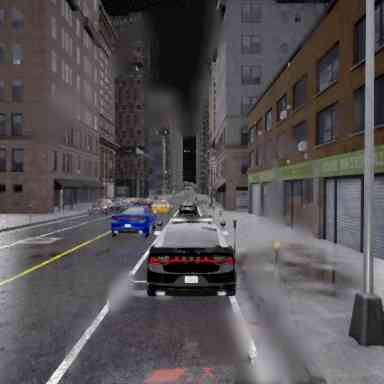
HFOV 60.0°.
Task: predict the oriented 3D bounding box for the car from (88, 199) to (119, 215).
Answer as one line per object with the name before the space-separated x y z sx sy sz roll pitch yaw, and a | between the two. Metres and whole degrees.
car | -8.920 1.439 33.084 1.967 1.590 4.097 -1 0 0

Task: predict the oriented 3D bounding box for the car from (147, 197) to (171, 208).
car | -3.144 1.456 34.262 1.801 1.575 5.366 0 0 0

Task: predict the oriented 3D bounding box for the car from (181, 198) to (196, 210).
car | -0.393 1.548 44.094 1.887 1.381 4.507 -1 0 0

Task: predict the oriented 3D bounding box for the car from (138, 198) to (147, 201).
car | -6.145 1.517 47.224 1.882 1.535 5.008 0 0 0

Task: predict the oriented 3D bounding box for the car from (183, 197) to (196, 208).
car | -0.393 1.550 49.600 1.887 1.381 4.507 -1 0 0

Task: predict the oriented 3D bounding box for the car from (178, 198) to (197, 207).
car | -0.393 1.565 33.084 1.947 1.339 4.313 -1 0 0

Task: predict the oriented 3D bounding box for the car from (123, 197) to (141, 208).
car | -8.918 1.549 49.600 1.887 1.381 4.507 -1 0 0

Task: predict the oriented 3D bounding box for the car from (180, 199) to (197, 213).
car | -0.393 1.546 38.589 1.887 1.381 4.507 -1 0 0

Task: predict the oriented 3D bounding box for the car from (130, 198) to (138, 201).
car | -8.918 1.554 44.095 2.008 1.369 4.403 -1 0 0

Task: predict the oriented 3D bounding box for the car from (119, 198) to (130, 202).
car | -8.918 1.567 38.589 1.947 1.339 4.313 -1 0 0

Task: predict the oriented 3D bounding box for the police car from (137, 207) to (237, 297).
police car | -0.011 1.423 8.761 1.930 1.638 5.238 0 0 0

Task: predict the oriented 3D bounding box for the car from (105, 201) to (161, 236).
car | -3.047 1.475 18.237 1.882 1.535 5.008 0 0 0
